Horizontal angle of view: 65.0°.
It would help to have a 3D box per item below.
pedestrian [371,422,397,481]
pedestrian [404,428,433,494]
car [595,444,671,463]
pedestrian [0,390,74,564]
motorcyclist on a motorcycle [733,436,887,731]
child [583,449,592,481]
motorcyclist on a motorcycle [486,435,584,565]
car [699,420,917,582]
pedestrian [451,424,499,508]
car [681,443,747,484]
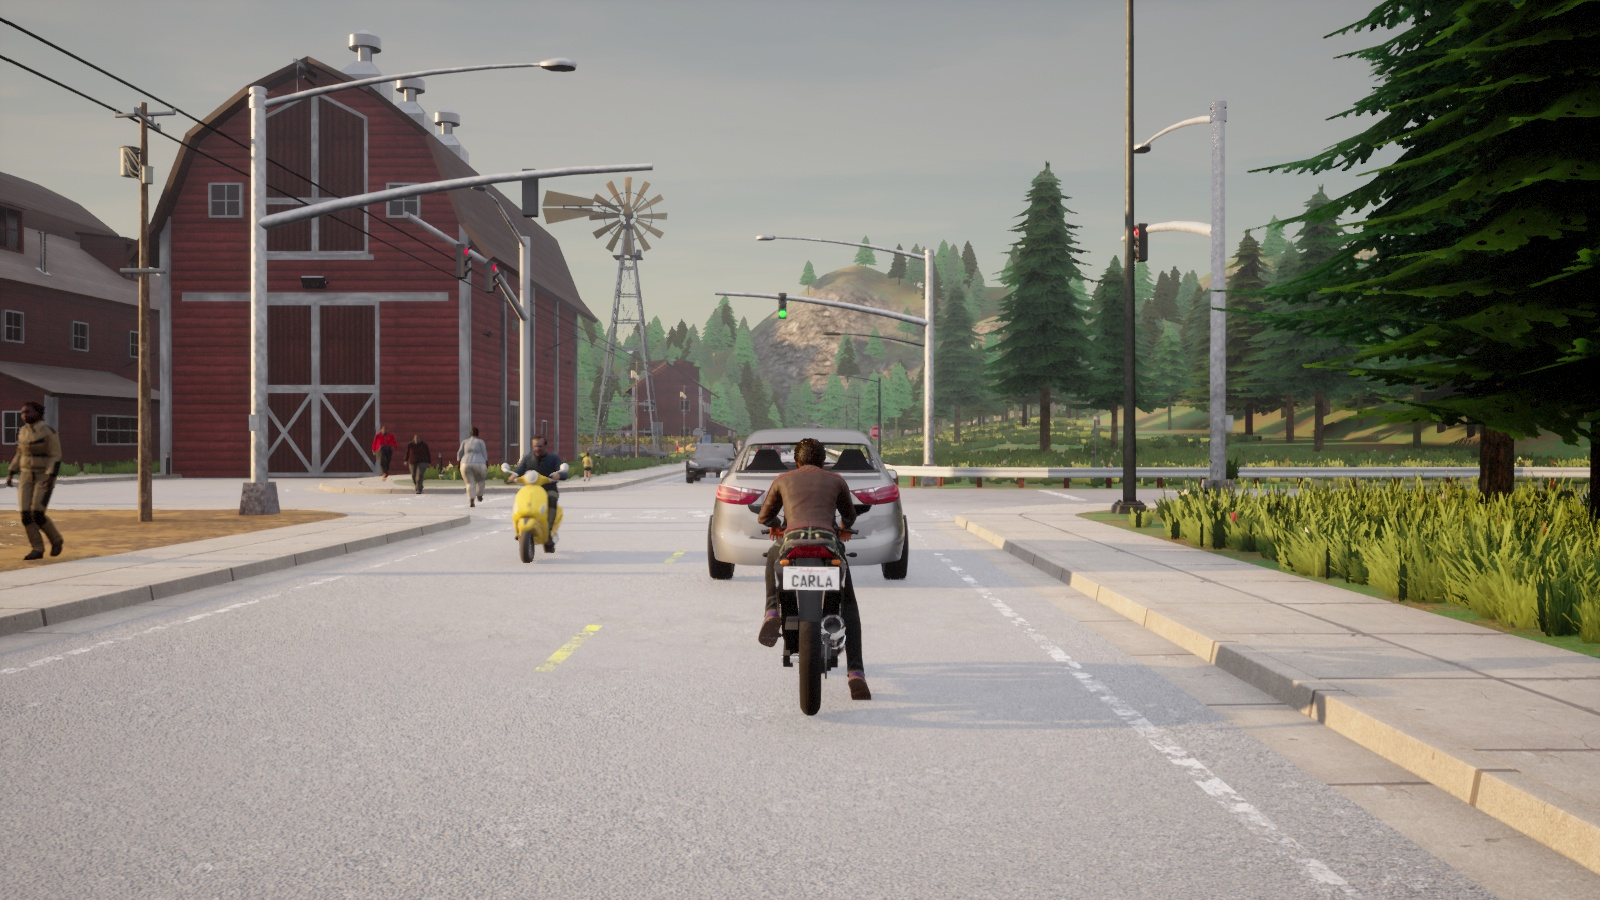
[{"bbox_3d":[-13.147,0.040,39.708,0.634,1.844,0.899,0,0,-27],"label":"pedestrian"},{"bbox_3d":[-10.756,0.313,35.447,0.634,1.844,0.899,0,0,-6],"label":"pedestrian"},{"bbox_3d":[-12.284,0.261,92.678,5.357,1.411,2.033,0,0,-1],"label":"car"},{"bbox_3d":[-8.637,0.296,14.219,0.396,1.930,0.692,0,0,5],"label":"pedestrian"},{"bbox_3d":[0.058,0.686,7.516,0.797,1.523,2.044,0,0,0],"label":"motorcyclist on a motorcycle"},{"bbox_3d":[-7.449,0.527,44.084,0.255,1.110,0.394,0,0,0],"label":"child"},{"bbox_3d":[-3.382,0.606,16.203,0.866,1.590,1.817,0,0,1],"label":"motorcyclist on a motorcycle"},{"bbox_3d":[0.101,0.506,15.220,2.242,1.667,4.611,0,0,1],"label":"car"},{"bbox_3d":[-7.367,0.355,28.483,0.874,1.855,0.900,0,0,-1],"label":"pedestrian"},{"bbox_3d":[-3.211,0.474,47.878,2.163,1.488,4.792,0,0,0],"label":"car"}]
